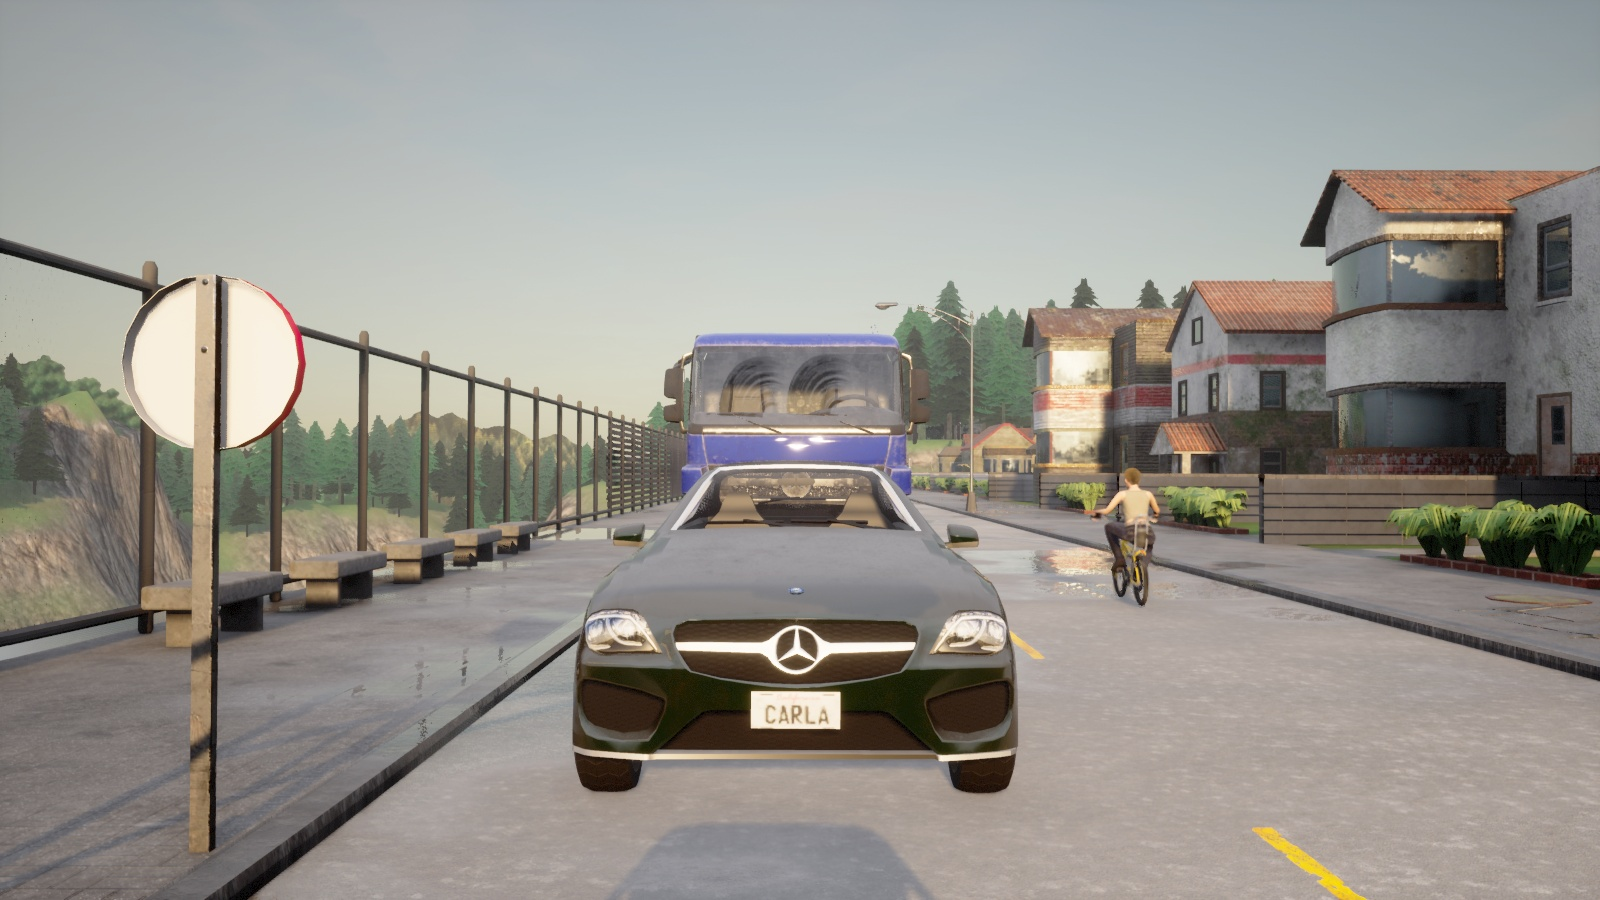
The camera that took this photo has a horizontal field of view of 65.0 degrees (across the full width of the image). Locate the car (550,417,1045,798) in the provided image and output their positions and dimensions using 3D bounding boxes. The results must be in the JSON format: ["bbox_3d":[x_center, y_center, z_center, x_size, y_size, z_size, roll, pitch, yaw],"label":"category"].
[{"bbox_3d":[-0.021,0.727,7.996,2.152,1.651,5.027,0,-1,0],"label":"car"}]

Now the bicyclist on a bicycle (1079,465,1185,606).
[{"bbox_3d":[3.957,0.988,15.092,0.866,1.612,1.509,0,-1,0],"label":"bicyclist on a bicycle"}]

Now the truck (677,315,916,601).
[{"bbox_3d":[-0.052,0.155,19.219,2.891,3.462,7.936,0,-1,0],"label":"truck"}]
